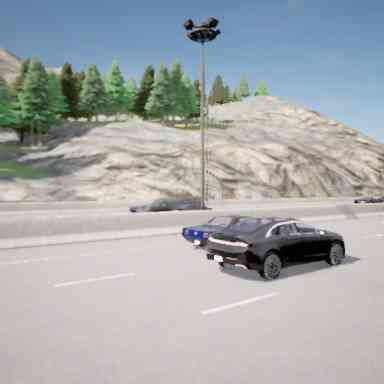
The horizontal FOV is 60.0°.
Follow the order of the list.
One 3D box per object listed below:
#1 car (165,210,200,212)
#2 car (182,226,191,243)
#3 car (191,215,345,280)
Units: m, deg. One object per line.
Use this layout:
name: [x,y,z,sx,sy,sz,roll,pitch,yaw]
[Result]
car: [-0.303,1.565,25.276,4.181,1.385,1.994,0,0,-35]
car: [2.009,1.601,13.781,4.718,1.301,1.895,0,0,-36]
car: [2.649,1.492,9.940,4.902,1.511,2.128,0,0,-35]
